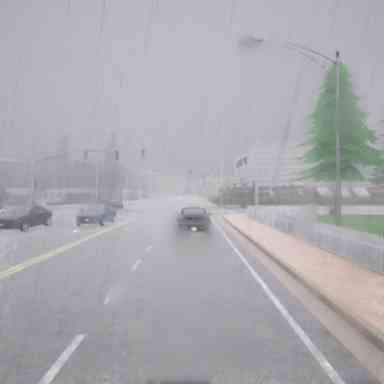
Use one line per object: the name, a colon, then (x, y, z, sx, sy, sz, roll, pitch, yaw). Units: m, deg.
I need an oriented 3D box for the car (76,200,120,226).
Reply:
car: (-7.003, 1.627, 24.691, 1.882, 1.535, 5.008, 0, 0, 0)

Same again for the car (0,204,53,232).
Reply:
car: (-10.557, 1.566, 20.948, 1.882, 1.535, 5.008, 0, 0, 0)

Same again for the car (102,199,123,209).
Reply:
car: (-11.225, 1.686, 43.290, 4.892, 1.490, 1.837, -1, -2, 29)

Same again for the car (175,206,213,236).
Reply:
car: (0.098, 1.584, 18.756, 1.837, 1.490, 4.892, 0, 0, 0)
